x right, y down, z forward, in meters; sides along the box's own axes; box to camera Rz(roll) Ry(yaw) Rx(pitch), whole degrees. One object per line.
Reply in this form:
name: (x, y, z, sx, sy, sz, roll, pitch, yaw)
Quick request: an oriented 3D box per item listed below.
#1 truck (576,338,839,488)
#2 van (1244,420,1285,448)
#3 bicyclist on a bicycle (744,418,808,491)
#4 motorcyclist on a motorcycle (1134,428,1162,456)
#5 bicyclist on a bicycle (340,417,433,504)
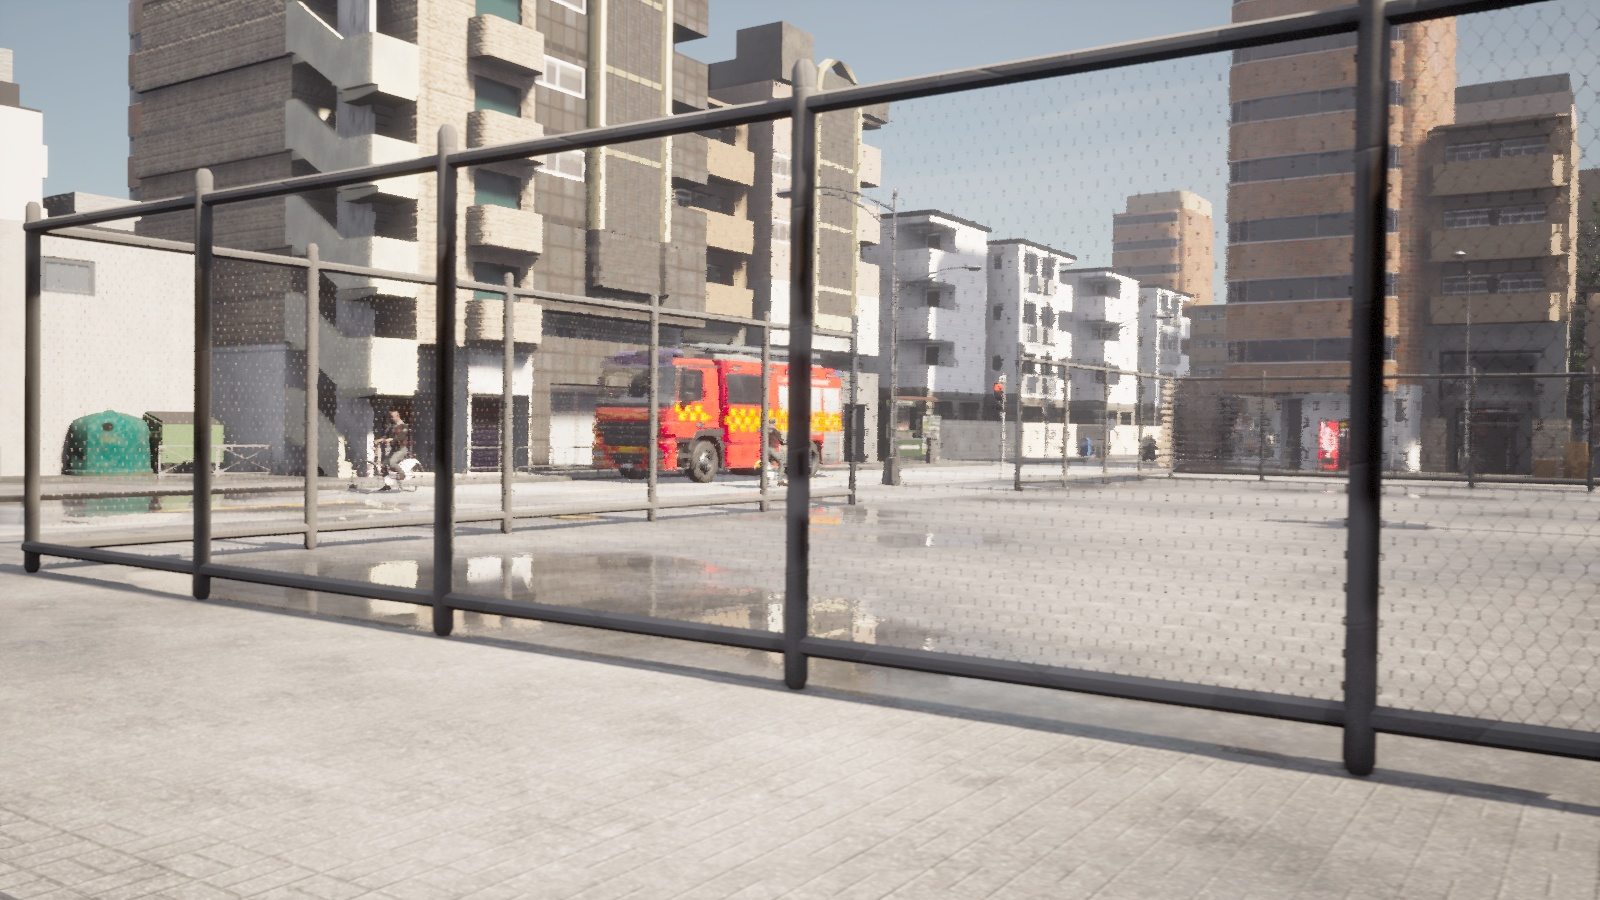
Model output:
truck: (-2.381, -1.014, 36.223, 2.891, 3.827, 8.468, 0, 1, 34)
van: (33.307, -1.156, 89.941, 1.775, 1.987, 4.442, 0, 1, 34)
bicyclist on a bicycle: (-0.585, 0.087, 31.670, 0.659, 1.776, 1.843, 0, 1, 34)
motorcyclist on a motorcycle: (18.938, -0.446, 68.324, 0.866, 1.530, 2.191, 0, 1, 33)
bicyclist on a bicycle: (-8.735, 0.210, 26.607, 0.659, 1.776, 1.843, 0, 1, 33)
